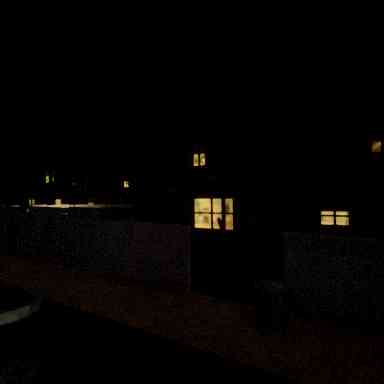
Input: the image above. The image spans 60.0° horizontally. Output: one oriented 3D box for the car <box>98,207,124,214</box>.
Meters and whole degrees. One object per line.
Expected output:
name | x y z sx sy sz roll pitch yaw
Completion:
car | -7.000 2.123 31.077 1.994 1.385 4.181 -1 -2 35
